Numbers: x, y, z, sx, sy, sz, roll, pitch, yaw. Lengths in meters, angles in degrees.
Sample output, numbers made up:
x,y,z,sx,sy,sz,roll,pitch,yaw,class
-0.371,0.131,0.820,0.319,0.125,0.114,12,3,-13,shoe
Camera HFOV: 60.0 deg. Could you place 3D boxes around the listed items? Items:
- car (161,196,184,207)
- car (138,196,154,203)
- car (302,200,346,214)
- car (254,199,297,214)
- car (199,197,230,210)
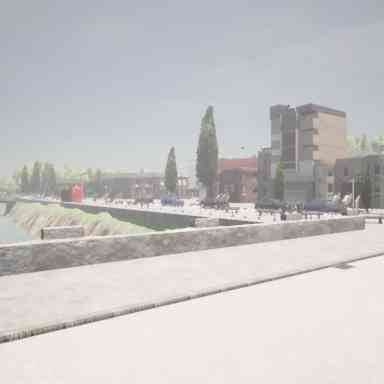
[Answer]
x,y,z,sx,sy,sz,roll,pitch,yaw,class
-3.112,1.477,52.475,1.882,1.535,5.008,0,0,-35,car
-9.805,1.546,68.972,2.033,1.411,5.357,0,0,-36,car
13.763,1.547,35.960,2.033,1.411,5.357,0,0,-35,car
8.876,1.504,35.701,1.837,1.490,4.892,0,0,-36,car
2.938,1.504,43.993,1.837,1.490,4.892,0,0,-36,car
